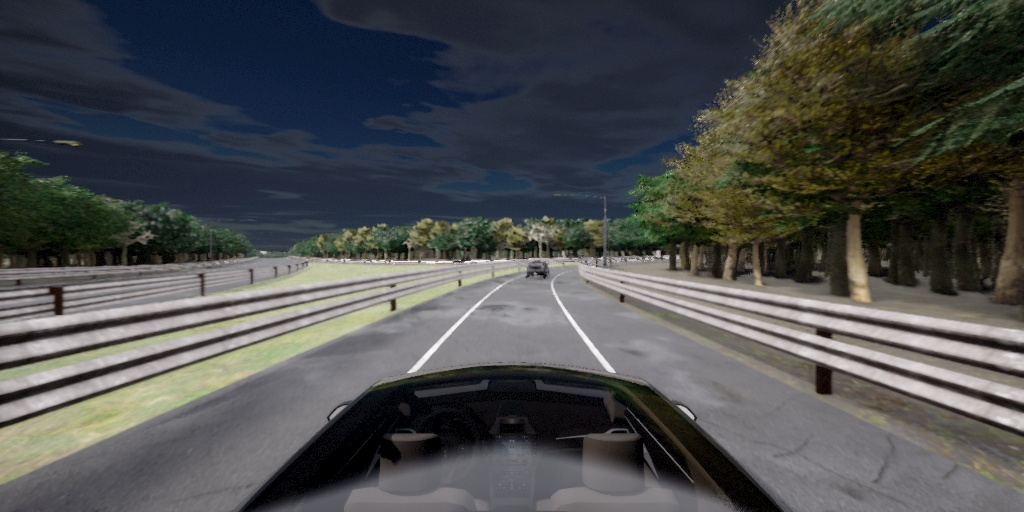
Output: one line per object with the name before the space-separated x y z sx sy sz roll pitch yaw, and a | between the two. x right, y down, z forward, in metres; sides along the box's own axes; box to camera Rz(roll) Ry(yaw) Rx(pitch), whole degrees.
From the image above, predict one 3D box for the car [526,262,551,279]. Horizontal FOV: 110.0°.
car | 2.498 1.271 33.537 1.837 1.490 4.892 0 1 12
